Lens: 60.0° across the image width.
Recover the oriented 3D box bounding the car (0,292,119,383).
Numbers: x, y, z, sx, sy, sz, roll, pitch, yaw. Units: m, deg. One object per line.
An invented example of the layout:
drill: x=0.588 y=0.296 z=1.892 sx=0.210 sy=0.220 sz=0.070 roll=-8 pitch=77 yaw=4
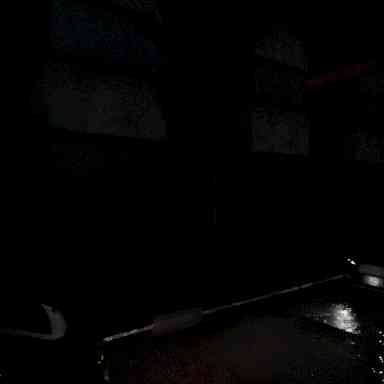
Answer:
car: x=-2.886 y=1.509 z=1.922 sx=4.892 sy=1.490 sz=1.837 roll=1 pitch=0 yaw=-36

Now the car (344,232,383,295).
car: x=5.578 y=1.497 z=7.975 sx=4.902 sy=1.511 sz=2.128 roll=0 pitch=0 yaw=-35
